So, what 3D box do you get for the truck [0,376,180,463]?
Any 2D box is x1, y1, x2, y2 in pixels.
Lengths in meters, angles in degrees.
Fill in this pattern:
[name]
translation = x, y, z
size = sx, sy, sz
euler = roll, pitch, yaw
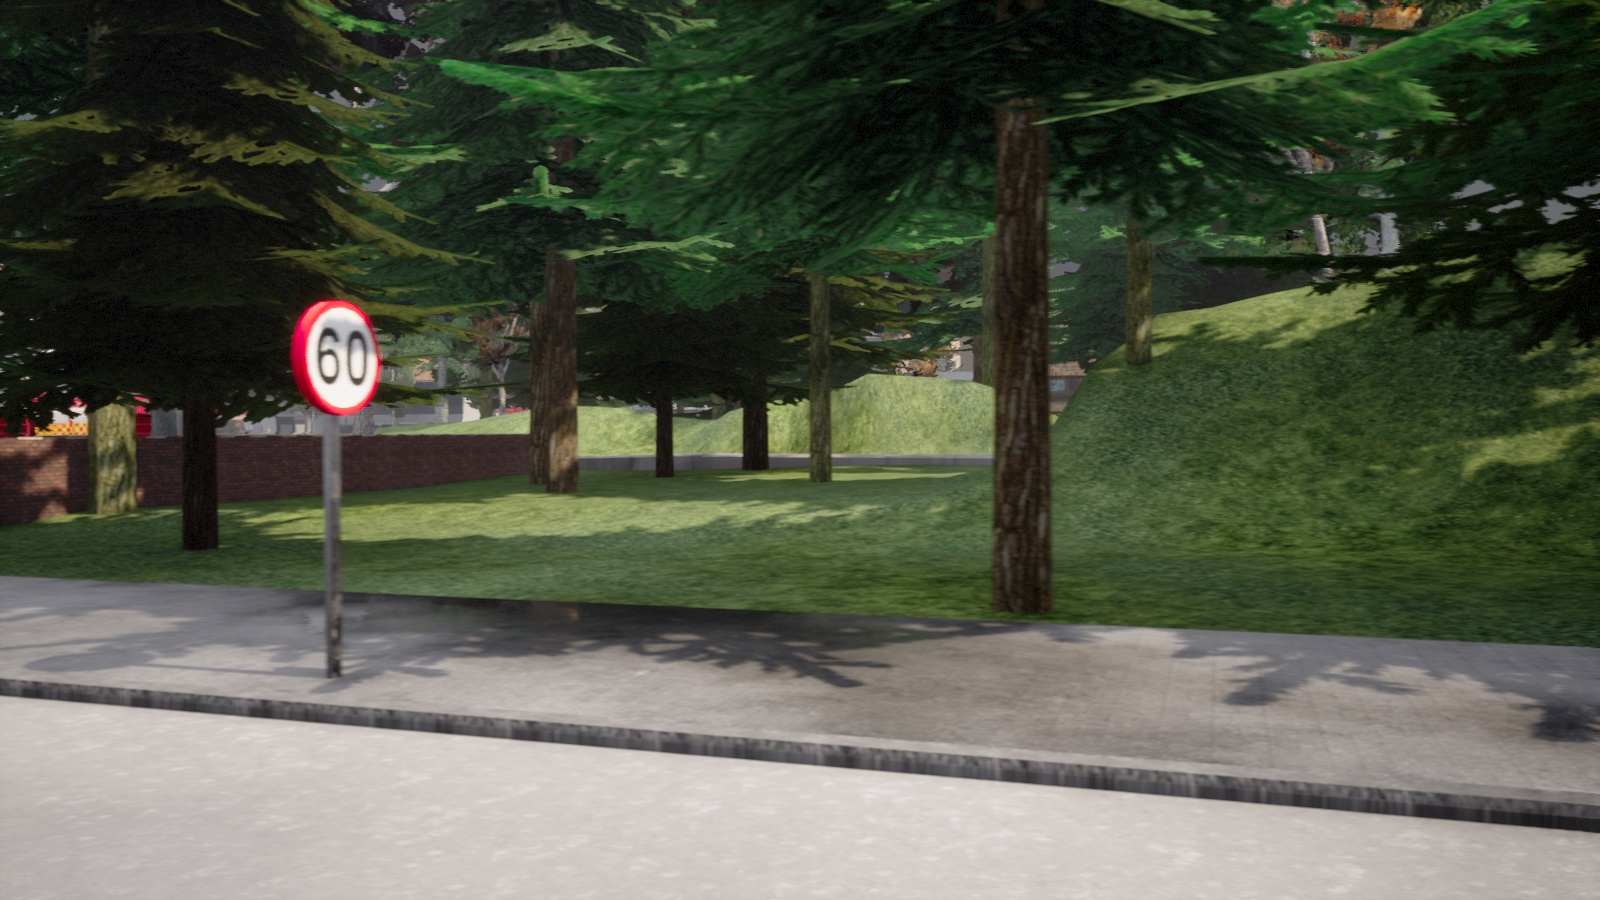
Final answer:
[truck]
translation = -33.825, -1.416, 59.457
size = 2.891, 3.827, 8.468
euler = 1, 1, 19
